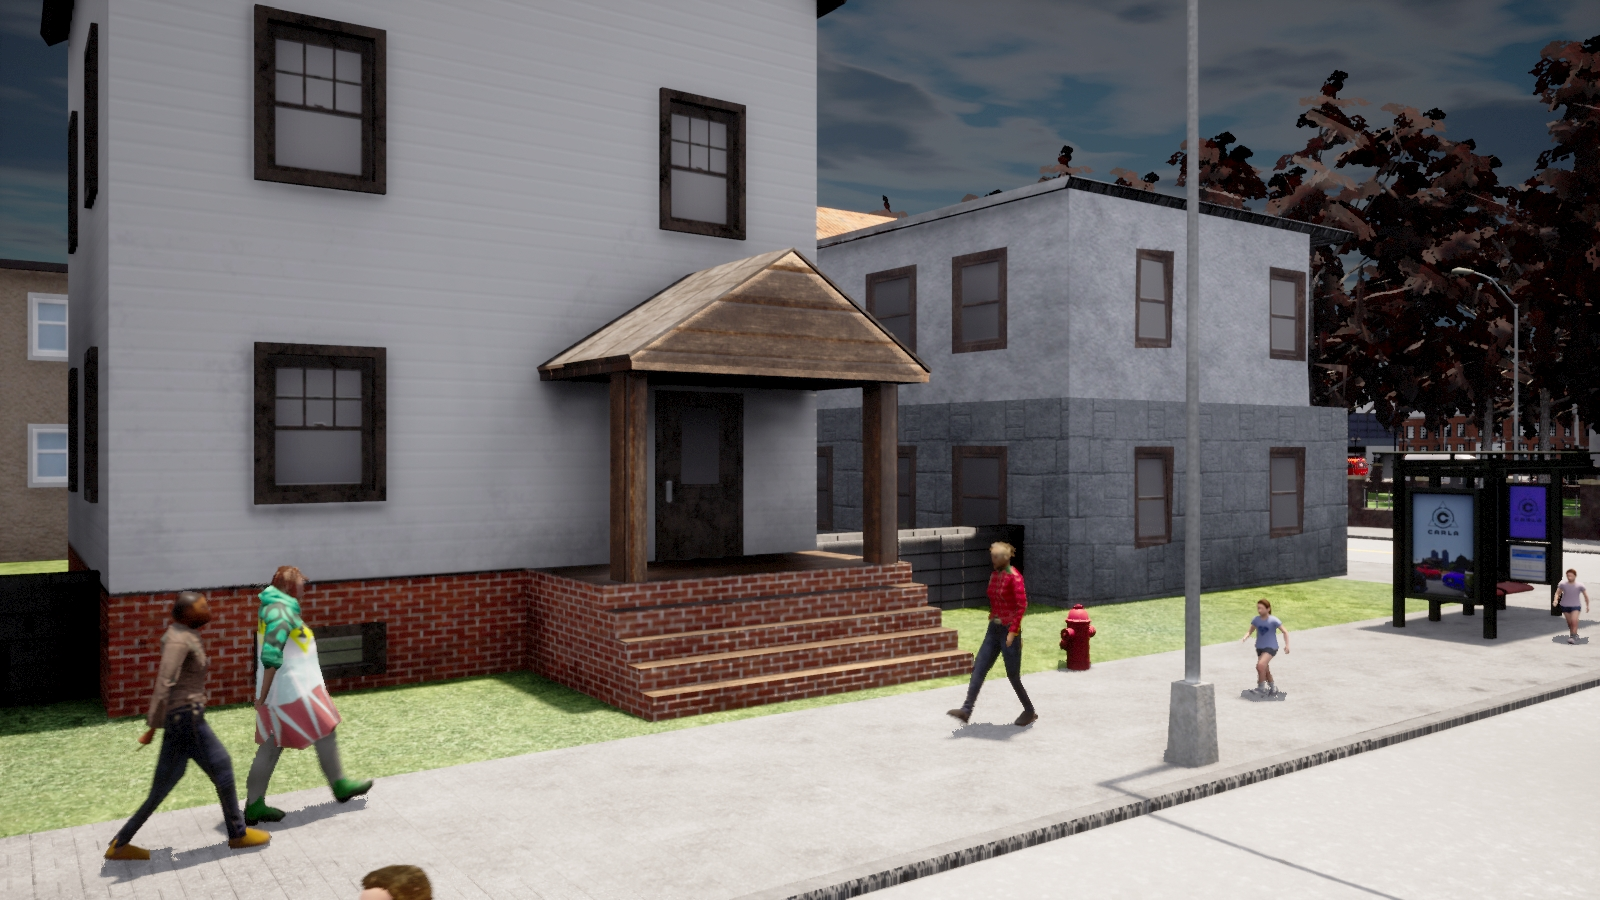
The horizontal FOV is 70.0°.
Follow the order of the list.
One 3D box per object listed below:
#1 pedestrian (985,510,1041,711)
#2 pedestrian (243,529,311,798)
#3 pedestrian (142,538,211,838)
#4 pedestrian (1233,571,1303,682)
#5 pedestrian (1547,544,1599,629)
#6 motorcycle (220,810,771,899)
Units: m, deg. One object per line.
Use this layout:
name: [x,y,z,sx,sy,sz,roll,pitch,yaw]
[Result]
pedestrian: [2.053,1.523,11.005,0.375,1.860,0.375,0,0,-29]
pedestrian: [-3.808,1.524,8.317,0.375,1.860,0.375,0,0,-37]
pedestrian: [-4.087,1.525,7.489,0.375,1.860,0.375,0,0,-32]
pedestrian: [5.081,1.897,12.417,0.500,1.100,0.500,0,0,-31]
pedestrian: [10.802,1.896,15.951,0.500,1.100,0.500,0,0,-39]
motorcycle: [-1.159,1.993,3.586,2.033,1.145,0.803,0,0,-35]
